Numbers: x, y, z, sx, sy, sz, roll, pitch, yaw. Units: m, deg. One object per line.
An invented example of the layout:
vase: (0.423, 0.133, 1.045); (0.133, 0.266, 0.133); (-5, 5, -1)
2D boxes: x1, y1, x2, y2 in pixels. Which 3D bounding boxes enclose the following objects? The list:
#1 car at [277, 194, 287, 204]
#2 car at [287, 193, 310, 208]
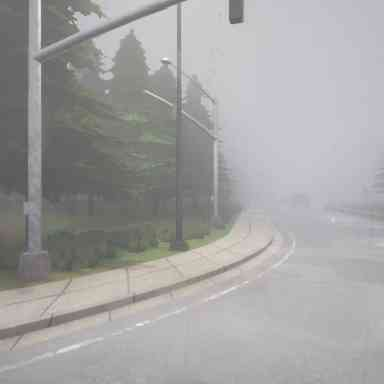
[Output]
car: (17.781, 1.352, 62.277); (2.097, 1.767, 4.553); (0, 0, 8)
car: (15.994, 1.220, 49.572); (2.150, 2.045, 5.566); (0, 0, 8)
